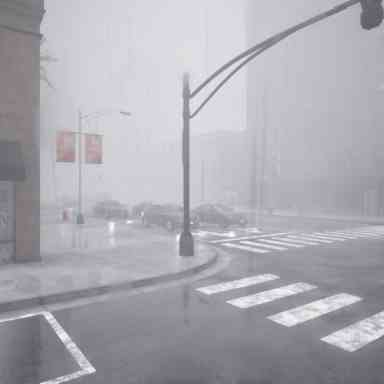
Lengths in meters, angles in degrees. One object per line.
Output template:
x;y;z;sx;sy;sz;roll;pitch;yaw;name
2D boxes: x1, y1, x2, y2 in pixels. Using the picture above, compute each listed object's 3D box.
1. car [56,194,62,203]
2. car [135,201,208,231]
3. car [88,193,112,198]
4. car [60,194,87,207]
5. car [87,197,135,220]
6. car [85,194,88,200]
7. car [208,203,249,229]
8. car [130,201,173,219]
-25.121;1.246;64.972;2.097;1.767;4.553;0;0;-36;car
-1.421;1.482;20.591;1.837;1.490;4.892;0;0;-36;car
-15.499;1.129;57.165;2.150;2.045;5.566;0;0;-36;car
-17.366;1.451;48.435;1.812;1.442;4.674;0;0;-35;car
-6.977;1.465;28.309;1.837;1.490;4.892;0;1;-36;car
-21.540;1.243;65.458;2.097;1.767;4.553;0;0;-32;car
1.619;1.500;21.960;1.812;1.442;4.674;0;0;-37;car
-3.653;1.524;29.249;1.994;1.385;4.181;0;0;-36;car
